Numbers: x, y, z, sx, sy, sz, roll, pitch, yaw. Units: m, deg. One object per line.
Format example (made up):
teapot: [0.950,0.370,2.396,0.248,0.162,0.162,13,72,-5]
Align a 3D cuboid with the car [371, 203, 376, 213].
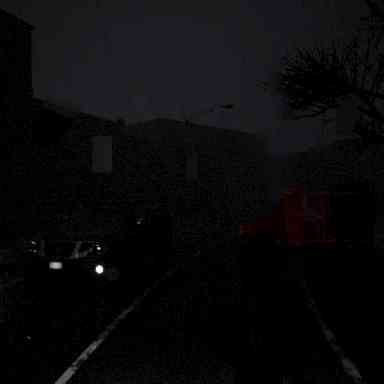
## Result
car: [18.769,1.635,37.388,4.181,1.385,1.994,1,1,-30]

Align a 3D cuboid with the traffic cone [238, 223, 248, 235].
traffic cone: [2.625,1.944,17.667,0.340,0.580,0.340,1,0,23]

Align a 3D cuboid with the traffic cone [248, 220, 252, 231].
traffic cone: [3.406,1.945,19.508,0.340,0.580,0.340,1,0,23]

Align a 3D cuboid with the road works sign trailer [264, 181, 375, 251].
road works sign trailer: [4.690,0.942,12.340,2.880,2.380,3.560,-2,-2,-45]

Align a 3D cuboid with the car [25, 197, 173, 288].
car: [-2.217,1.203,9.738,2.150,2.045,5.566,0,0,14]
